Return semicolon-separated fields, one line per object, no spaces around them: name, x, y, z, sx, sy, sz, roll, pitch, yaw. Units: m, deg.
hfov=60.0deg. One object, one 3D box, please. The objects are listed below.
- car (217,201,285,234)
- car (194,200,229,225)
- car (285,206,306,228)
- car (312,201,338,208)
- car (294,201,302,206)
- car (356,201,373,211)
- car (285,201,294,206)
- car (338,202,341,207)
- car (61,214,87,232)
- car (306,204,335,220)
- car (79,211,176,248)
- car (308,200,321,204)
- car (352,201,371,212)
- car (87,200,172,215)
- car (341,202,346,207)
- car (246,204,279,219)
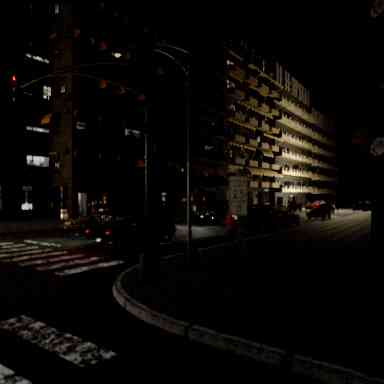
car;4.026;1.708;21.996;2.192;1.841;5.009;-1;-2;35
car;2.376;1.723;29.671;2.150;2.045;5.566;0;-1;34
car;7.264;2.040;26.637;1.887;1.381;4.507;-1;-2;35
car;19.422;2.452;48.539;1.837;1.490;4.892;0;-1;35
car;16.566;2.334;54.599;2.192;1.841;5.009;-1;-2;35
car;33.162;2.619;63.818;2.192;1.841;5.009;-1;-2;35
car;13.232;2.440;49.807;1.752;1.417;4.829;-1;-2;35
car;32.755;3.061;77.828;1.887;1.381;4.507;-1;-2;35
car;-6.192;1.827;21.924;1.752;1.417;4.829;-1;-2;35
car;13.739;2.281;35.929;1.802;1.307;4.206;-1;-2;35
car;-2.842;1.842;16.390;1.895;1.301;4.718;0;-1;34
car;23.043;2.765;63.888;1.887;1.381;4.507;-1;-2;35
car;29.924;2.519;59.170;2.192;1.841;5.009;-1;-2;35
car;-3.526;1.535;21.198;2.150;2.045;5.566;0;-1;35
car;39.232;3.276;87.124;1.947;1.339;4.313;-1;-2;35
car;8.096;2.186;37.858;1.837;1.490;4.892;0;-1;35
